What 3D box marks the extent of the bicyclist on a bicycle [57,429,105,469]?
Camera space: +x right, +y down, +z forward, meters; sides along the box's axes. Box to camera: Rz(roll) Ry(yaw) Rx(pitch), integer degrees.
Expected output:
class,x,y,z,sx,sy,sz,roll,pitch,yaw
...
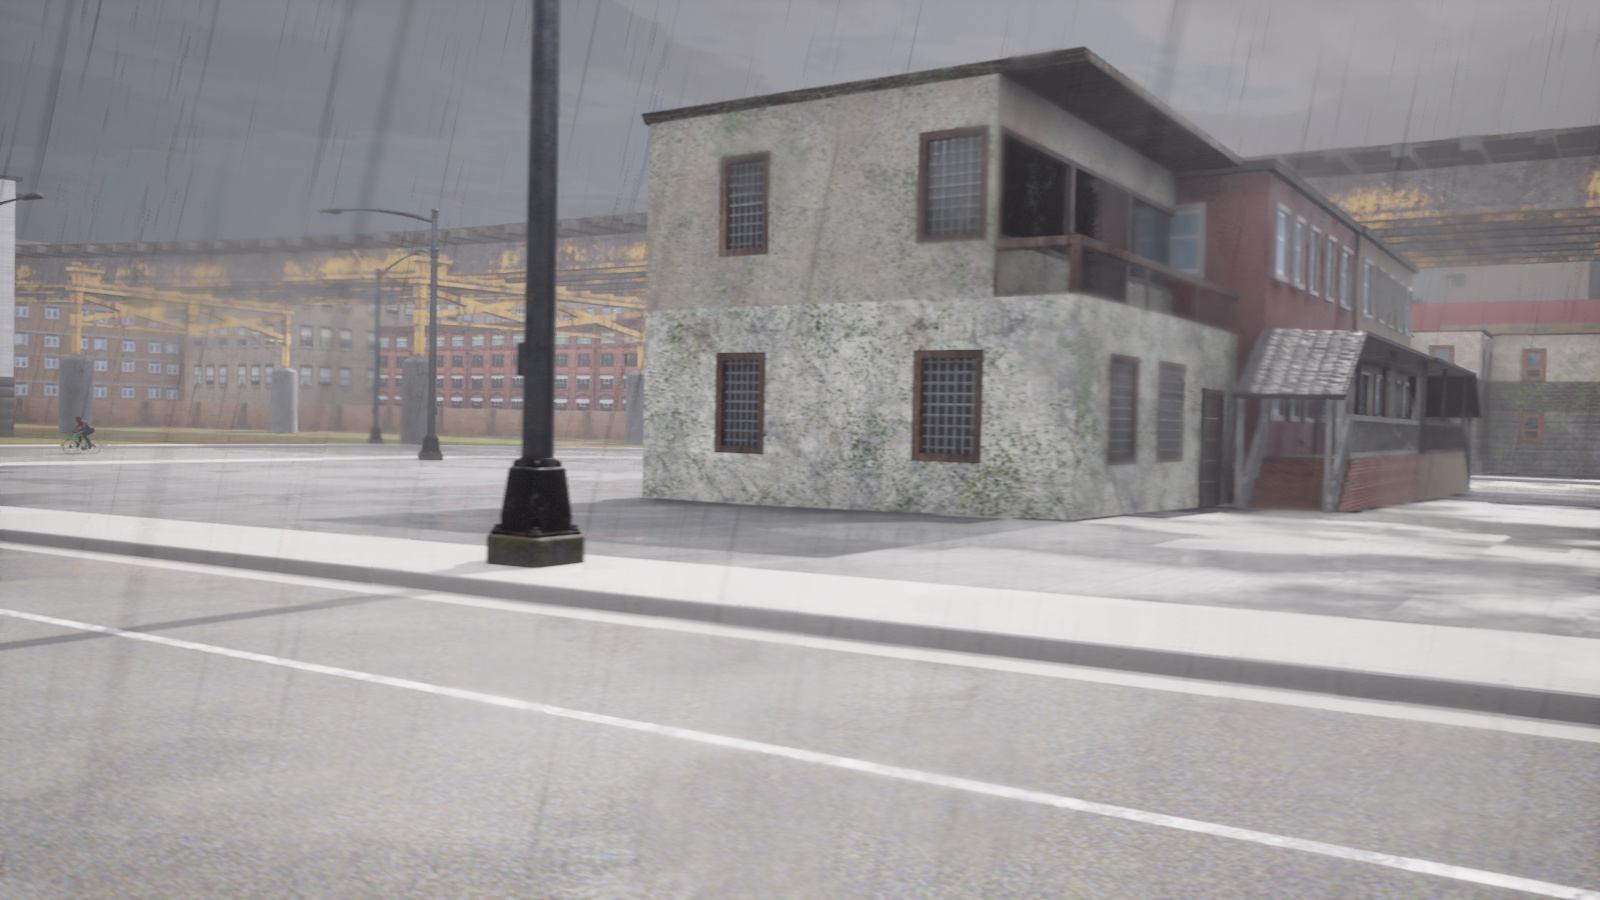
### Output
class,x,y,z,sx,sy,sz,roll,pitch,yaw
bicyclist on a bicycle,-30.326,-0.055,52.965,0.582,1.620,1.656,1,2,33
